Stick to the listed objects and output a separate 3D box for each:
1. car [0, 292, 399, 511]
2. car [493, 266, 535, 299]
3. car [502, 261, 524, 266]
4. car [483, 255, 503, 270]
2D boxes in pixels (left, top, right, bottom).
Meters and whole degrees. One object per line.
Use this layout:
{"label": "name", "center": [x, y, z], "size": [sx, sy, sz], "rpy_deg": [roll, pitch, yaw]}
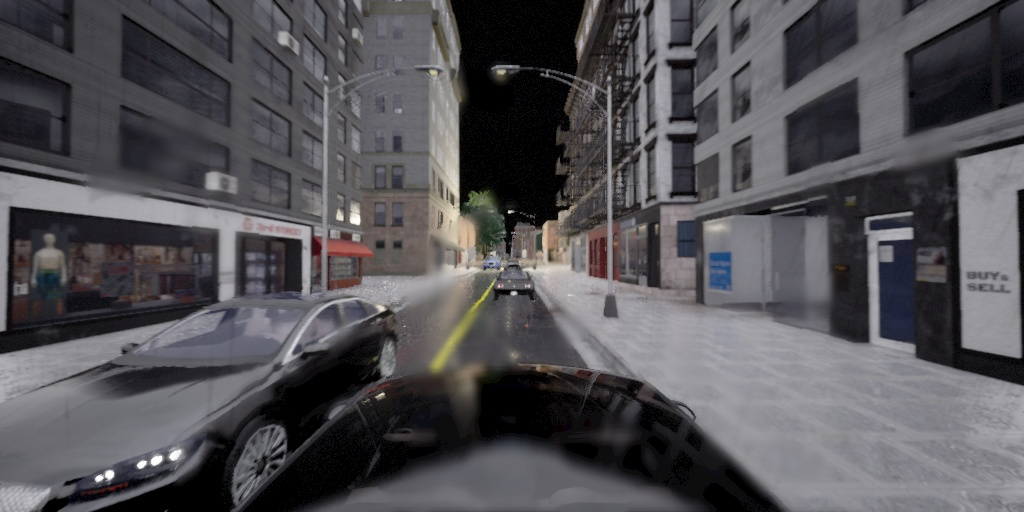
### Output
{"label": "car", "center": [-2.849, 1.242, 4.281], "size": [2.128, 1.511, 4.902], "rpy_deg": [0, 0, 0]}
{"label": "car", "center": [0.099, 1.346, 17.943], "size": [1.895, 1.301, 4.718], "rpy_deg": [0, 0, 0]}
{"label": "car", "center": [0.101, 1.218, 35.756], "size": [1.837, 1.490, 4.892], "rpy_deg": [0, 0, 0]}
{"label": "car", "center": [-2.747, 0.974, 49.432], "size": [2.150, 2.045, 5.566], "rpy_deg": [0, 0, 0]}
